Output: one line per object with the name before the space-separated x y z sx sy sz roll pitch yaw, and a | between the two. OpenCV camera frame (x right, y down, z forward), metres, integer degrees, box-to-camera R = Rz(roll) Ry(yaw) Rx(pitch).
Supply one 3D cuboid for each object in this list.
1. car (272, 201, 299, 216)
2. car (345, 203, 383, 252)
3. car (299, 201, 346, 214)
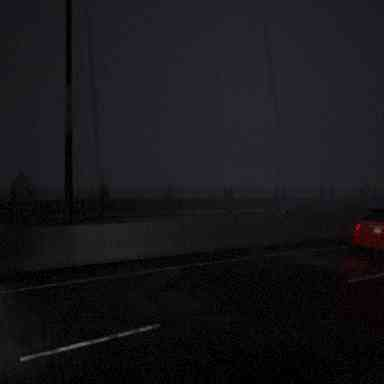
car | 9.495 1.496 28.417 5.357 1.411 2.033 0 0 -22
car | 8.202 1.337 12.289 4.553 1.767 2.097 0 0 -27
car | 11.186 1.507 25.328 5.357 1.411 2.033 0 0 -22
